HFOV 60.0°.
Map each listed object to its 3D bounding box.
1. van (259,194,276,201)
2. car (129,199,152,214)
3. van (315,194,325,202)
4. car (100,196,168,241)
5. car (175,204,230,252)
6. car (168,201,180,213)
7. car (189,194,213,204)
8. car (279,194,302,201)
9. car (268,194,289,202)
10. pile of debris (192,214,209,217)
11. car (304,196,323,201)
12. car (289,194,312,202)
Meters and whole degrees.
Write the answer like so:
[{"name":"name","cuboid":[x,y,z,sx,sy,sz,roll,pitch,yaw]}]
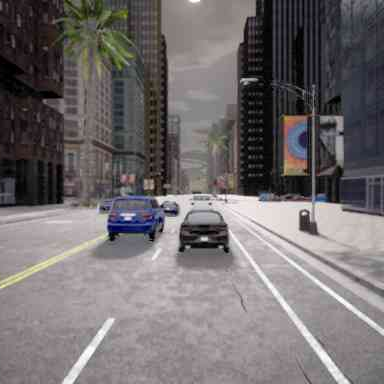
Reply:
[{"name":"van","cuboid":[19.067,1.347,83.757,3.998,1.788,1.690,0,0,1]},{"name":"car","cuboid":[-5.670,1.539,37.126,1.812,1.442,4.674,0,0,1]},{"name":"van","cuboid":[30.228,1.357,74.977,3.998,1.788,1.690,0,0,1]},{"name":"car","cuboid":[-2.691,1.226,16.988,2.150,2.045,5.566,0,0,1]},{"name":"car","cuboid":[0.491,1.481,14.027,1.882,1.535,5.008,0,0,1]},{"name":"car","cuboid":[-2.290,1.575,34.386,1.994,1.385,4.181,0,0,1]},{"name":"car","cuboid":[0.926,1.231,32.877,2.150,2.045,5.566,0,0,1]},{"name":"car","cuboid":[24.743,1.316,83.628,5.009,1.841,2.192,0,0,1]},{"name":"car","cuboid":[18.875,1.577,75.234,4.403,1.369,2.008,0,0,1]},{"name":"pile of debris","cuboid":[0.789,2.185,31.316,1.500,0.140,1.860,0,0,1]},{"name":"car","cuboid":[30.419,1.578,83.500,4.206,1.307,1.802,0,0,1]},{"name":"car","cuboid":[24.551,1.603,75.106,4.206,1.307,1.802,0,0,1]}]
